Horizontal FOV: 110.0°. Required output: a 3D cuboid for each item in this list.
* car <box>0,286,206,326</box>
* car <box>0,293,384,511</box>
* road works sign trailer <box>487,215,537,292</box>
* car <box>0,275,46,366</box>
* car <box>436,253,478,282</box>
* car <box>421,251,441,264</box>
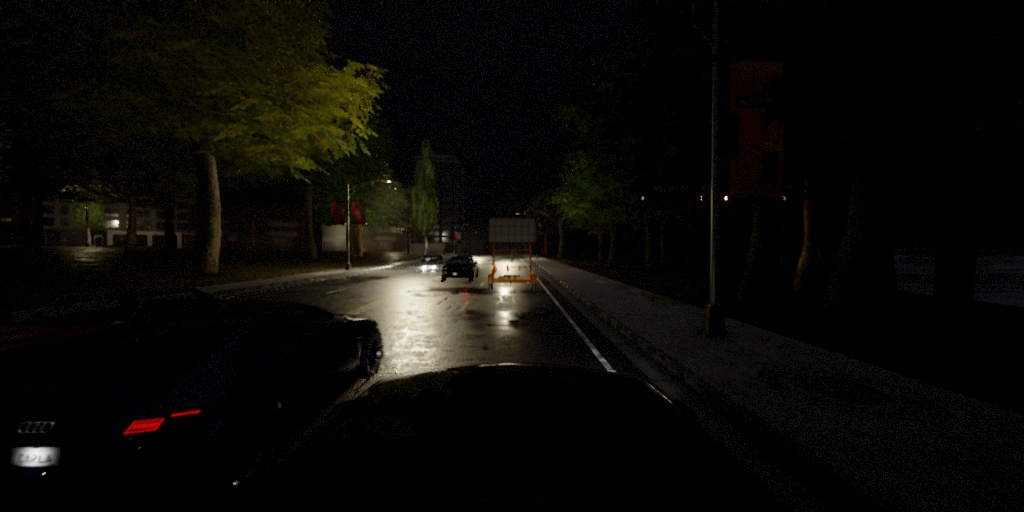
[{"bbox_3d":[-6.600,1.240,5.910,1.895,1.301,4.718,0,1,0],"label":"car"},{"bbox_3d":[-3.149,1.243,4.376,1.994,1.385,4.181,0,1,0],"label":"car"},{"bbox_3d":[0.004,-0.198,17.695,2.380,3.560,2.880,0,0,0],"label":"road works sign trailer"},{"bbox_3d":[-9.848,1.172,4.281,2.128,1.511,4.902,0,1,0],"label":"car"},{"bbox_3d":[-3.146,0.753,22.056,1.812,1.442,4.674,0,1,0],"label":"car"},{"bbox_3d":[-9.832,0.197,44.178,2.128,1.511,4.902,0,1,0],"label":"car"}]
